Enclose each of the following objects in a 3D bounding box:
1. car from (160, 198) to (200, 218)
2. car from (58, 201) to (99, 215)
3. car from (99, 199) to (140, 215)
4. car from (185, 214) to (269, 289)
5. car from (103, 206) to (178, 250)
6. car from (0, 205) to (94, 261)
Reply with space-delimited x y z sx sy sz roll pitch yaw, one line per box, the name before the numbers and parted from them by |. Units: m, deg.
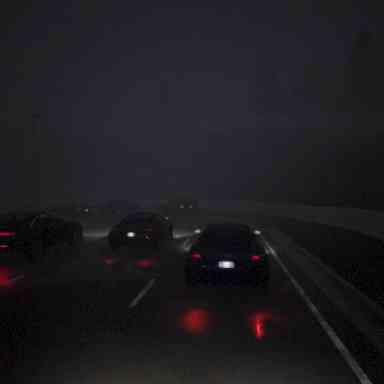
car | -1.239 1.275 29.478 2.097 1.767 4.553 0 0 -32
car | -10.450 1.458 28.517 4.181 1.385 1.994 0 0 30
car | -6.925 1.379 30.626 5.008 1.535 1.882 0 -1 39
car | 0.973 1.544 9.232 1.994 1.385 4.181 0 0 6
car | -2.004 1.521 14.091 1.994 1.385 4.181 0 0 6
car | -5.736 1.442 12.174 2.128 1.511 4.902 0 0 6
